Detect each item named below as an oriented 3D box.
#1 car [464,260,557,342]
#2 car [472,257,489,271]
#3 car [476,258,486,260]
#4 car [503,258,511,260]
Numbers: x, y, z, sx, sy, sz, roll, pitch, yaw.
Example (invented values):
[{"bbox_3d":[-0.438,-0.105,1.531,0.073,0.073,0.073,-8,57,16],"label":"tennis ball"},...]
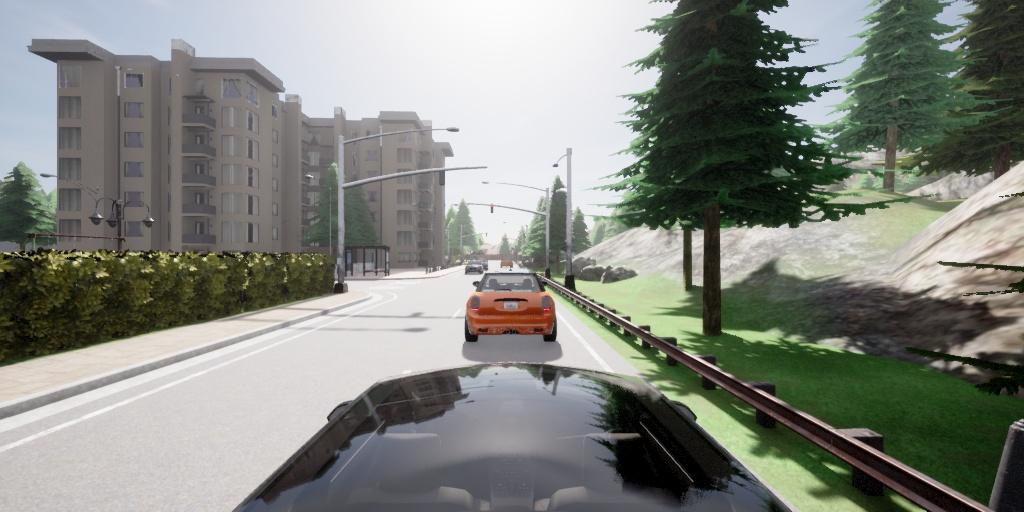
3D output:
[{"bbox_3d":[-0.049,1.102,9.948,2.097,1.767,4.553,0,0,-1],"label":"car"},{"bbox_3d":[-4.430,1.102,50.647,2.097,1.767,4.553,0,0,-2],"label":"car"},{"bbox_3d":[-4.250,1.255,40.735,1.837,1.490,4.892,0,0,-1],"label":"car"},{"bbox_3d":[-0.904,1.102,61.205,2.097,1.767,4.553,0,0,-1],"label":"car"}]
